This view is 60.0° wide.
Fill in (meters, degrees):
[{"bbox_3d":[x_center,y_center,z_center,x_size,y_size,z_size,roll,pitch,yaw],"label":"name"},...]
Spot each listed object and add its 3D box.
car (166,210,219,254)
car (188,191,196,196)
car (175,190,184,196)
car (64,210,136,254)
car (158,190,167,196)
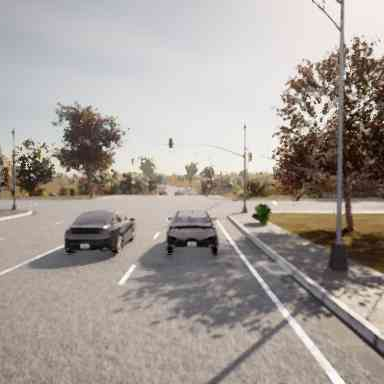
[{"bbox_3d":[0.015,1.448,13.306,2.128,1.511,4.902,0,1,0],"label":"car"},{"bbox_3d":[-0.032,0.405,87.612,1.812,1.442,4.674,0,-1,0],"label":"car"},{"bbox_3d":[-3.532,0.351,87.195,1.882,1.535,5.008,0,-1,0],"label":"car"},{"bbox_3d":[-3.485,1.463,13.294,1.837,1.490,4.892,0,1,0],"label":"car"},{"bbox_3d":[-7.029,0.276,79.722,1.837,1.490,4.892,0,-1,0],"label":"car"}]
